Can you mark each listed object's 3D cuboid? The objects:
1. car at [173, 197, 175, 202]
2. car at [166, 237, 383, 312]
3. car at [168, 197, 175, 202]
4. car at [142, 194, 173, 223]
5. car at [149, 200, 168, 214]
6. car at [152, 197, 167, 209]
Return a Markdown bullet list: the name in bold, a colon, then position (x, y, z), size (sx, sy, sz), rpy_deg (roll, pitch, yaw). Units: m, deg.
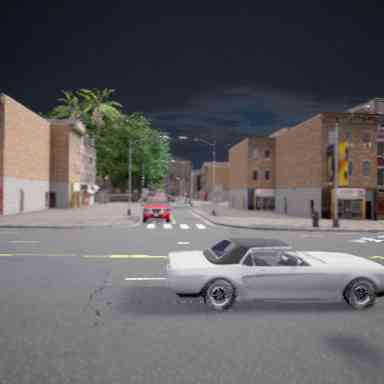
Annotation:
- **car**: position (-5.436, 2.074, 89.647), size (1.947, 1.339, 4.313), rpy_deg (1, 0, -5)
- **car**: position (1.796, 1.699, 7.408), size (4.718, 1.301, 1.895), rpy_deg (1, 0, -5)
- **car**: position (-5.766, 2.107, 93.295), size (1.802, 1.307, 4.206), rpy_deg (1, 0, -5)
- **car**: position (-2.886, 1.385, 27.563), size (2.150, 2.045, 5.566), rpy_deg (1, 0, -5)
- **car**: position (-3.973, 1.719, 39.853), size (2.128, 1.511, 4.902), rpy_deg (1, 0, -5)
- **car**: position (-4.940, 1.632, 50.574), size (2.097, 1.767, 4.553), rpy_deg (1, 0, -5)
